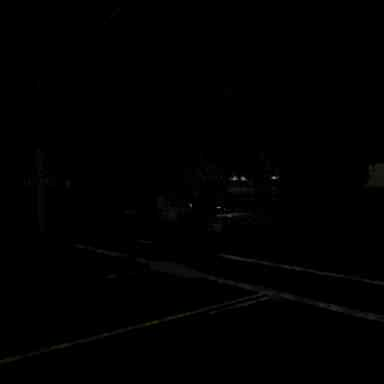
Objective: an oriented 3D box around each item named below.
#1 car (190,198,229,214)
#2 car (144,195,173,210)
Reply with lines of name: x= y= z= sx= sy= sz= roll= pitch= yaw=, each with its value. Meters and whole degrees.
car: x=1.730 y=1.407 z=34.112 sx=1.837 sy=1.490 sz=4.892 roll=-1 pitch=0 yaw=-37
car: x=-4.269 y=1.264 z=42.082 sx=2.097 sy=1.767 sz=4.553 roll=-1 pitch=0 yaw=-37
